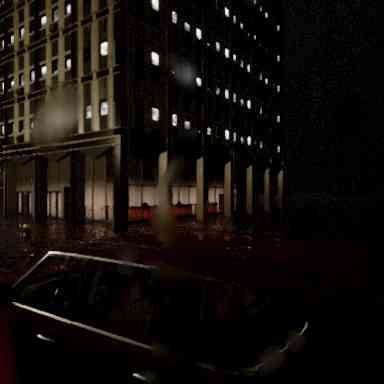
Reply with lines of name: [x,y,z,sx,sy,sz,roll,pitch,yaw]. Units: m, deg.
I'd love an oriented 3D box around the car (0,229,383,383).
car: [-0.445,1.302,3.201,5.009,1.841,2.192,0,0,35]
